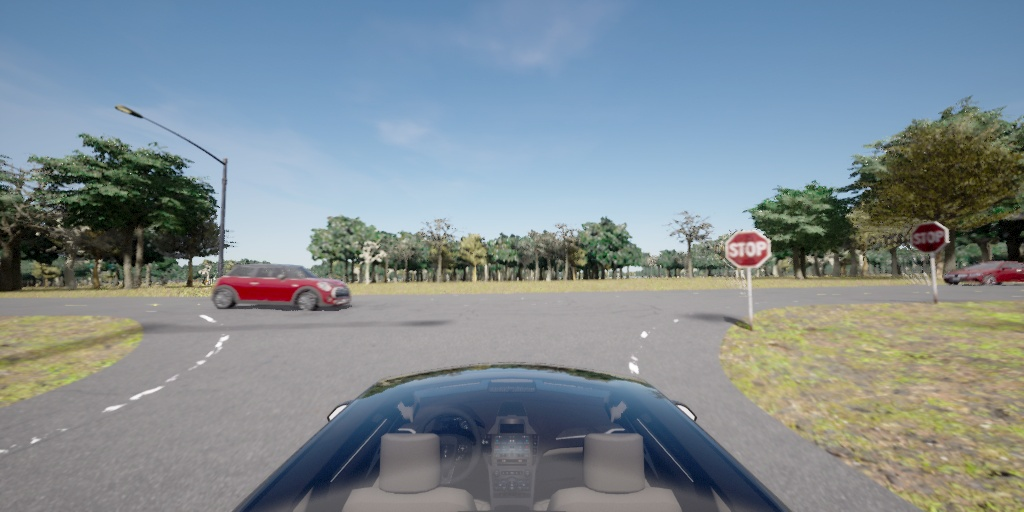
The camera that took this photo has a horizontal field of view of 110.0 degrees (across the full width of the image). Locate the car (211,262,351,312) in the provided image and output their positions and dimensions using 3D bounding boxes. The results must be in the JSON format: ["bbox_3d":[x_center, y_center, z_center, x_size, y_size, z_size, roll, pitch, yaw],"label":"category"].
[{"bbox_3d":[-8.728,1.109,13.888,4.553,1.767,2.097,1,-3,0],"label":"car"}]

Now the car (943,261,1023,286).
[{"bbox_3d":[28.818,1.061,21.444,4.674,1.442,1.812,-1,-4,-1],"label":"car"}]
